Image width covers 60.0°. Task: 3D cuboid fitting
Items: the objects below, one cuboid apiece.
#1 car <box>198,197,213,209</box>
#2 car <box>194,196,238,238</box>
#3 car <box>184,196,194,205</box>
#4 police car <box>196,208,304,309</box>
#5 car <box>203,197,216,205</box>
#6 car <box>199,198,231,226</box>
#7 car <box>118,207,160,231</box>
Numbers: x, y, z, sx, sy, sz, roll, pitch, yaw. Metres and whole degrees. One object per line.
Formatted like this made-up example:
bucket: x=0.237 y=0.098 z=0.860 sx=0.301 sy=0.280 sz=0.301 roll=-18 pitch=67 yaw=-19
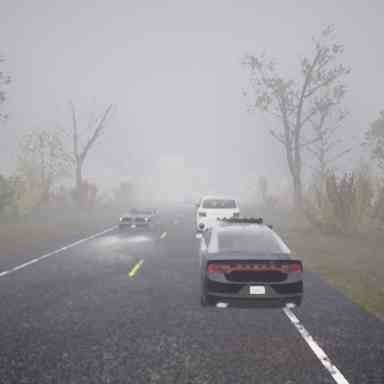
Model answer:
car: x=1.927 y=1.542 z=46.354 sx=1.837 sy=1.490 sz=4.892 roll=0 pitch=0 yaw=5
car: x=1.366 y=1.216 z=17.969 sx=2.150 sy=2.045 sz=5.566 roll=0 pitch=0 yaw=2
car: x=-0.396 y=1.599 z=60.896 sx=1.837 sy=1.490 sz=4.892 roll=0 pitch=0 yaw=6
police car: x=1.126 y=1.421 z=8.097 sx=1.930 sy=1.638 sz=5.238 roll=0 pitch=0 yaw=1
car: x=3.376 y=1.652 z=63.435 sx=2.033 sy=1.411 sz=5.357 roll=0 pitch=0 yaw=6
car: x=1.582 y=1.344 z=23.879 sx=2.097 sy=1.767 sz=4.553 roll=0 pitch=0 yaw=2
car: x=-3.174 y=1.593 z=20.632 sx=1.895 sy=1.301 sz=4.718 roll=0 pitch=0 yaw=2
